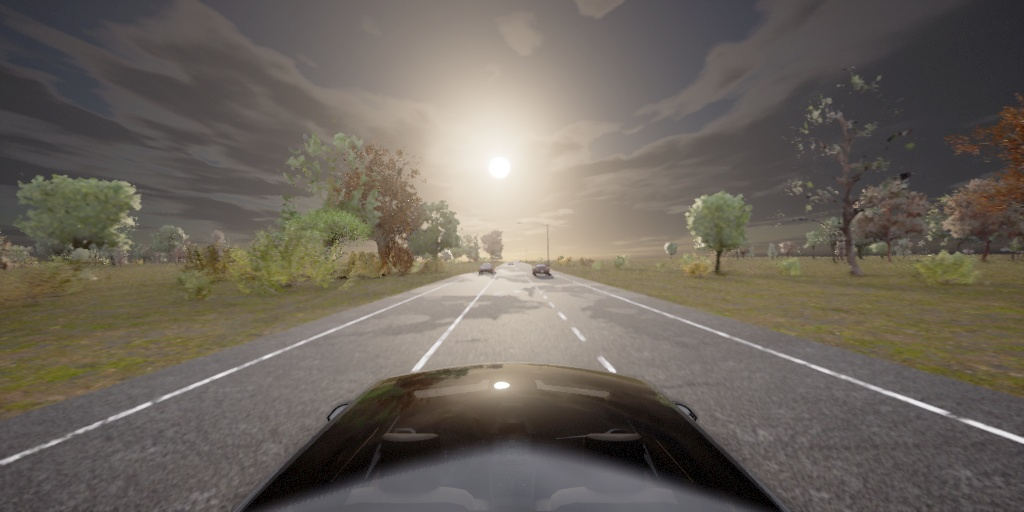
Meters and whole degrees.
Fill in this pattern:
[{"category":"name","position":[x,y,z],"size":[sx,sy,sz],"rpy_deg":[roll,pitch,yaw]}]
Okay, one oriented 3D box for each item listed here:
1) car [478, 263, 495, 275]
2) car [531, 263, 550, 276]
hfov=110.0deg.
[{"category":"car","position":[-3.457,1.727,49.073],"size":[1.882,1.535,5.008],"rpy_deg":[-2,0,3]},{"category":"car","position":[3.331,1.556,42.112],"size":[1.812,1.442,4.674],"rpy_deg":[-1,-1,0]}]
